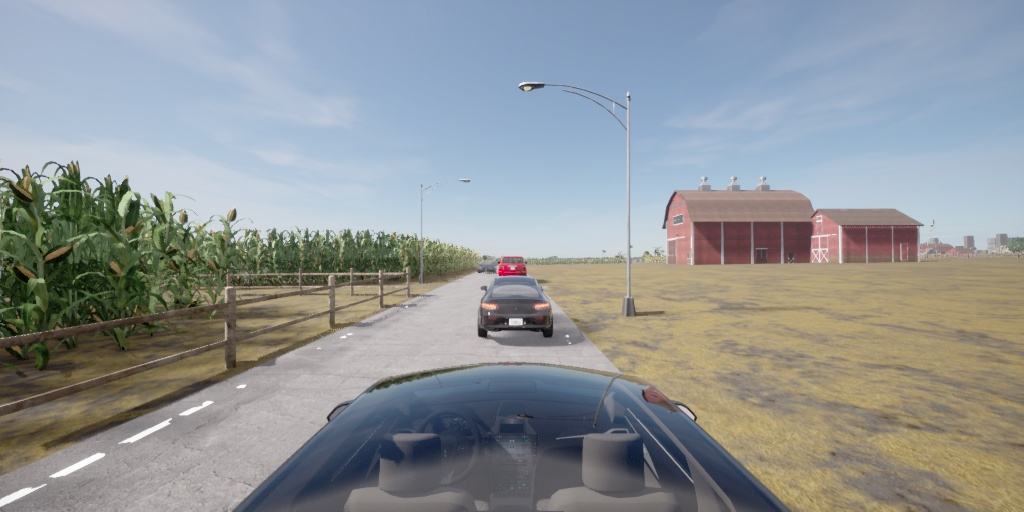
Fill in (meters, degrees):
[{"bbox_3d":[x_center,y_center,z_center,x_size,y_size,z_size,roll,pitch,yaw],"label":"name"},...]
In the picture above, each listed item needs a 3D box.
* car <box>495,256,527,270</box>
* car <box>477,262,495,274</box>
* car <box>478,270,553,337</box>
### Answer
[{"bbox_3d":[0.045,0.995,28.635,2.150,2.045,5.566,0,0,0],"label":"car"},{"bbox_3d":[-2.924,1.382,42.110,1.994,1.385,4.181,0,0,0],"label":"car"},{"bbox_3d":[0.071,1.280,10.150,1.812,1.442,4.674,0,0,0],"label":"car"}]
